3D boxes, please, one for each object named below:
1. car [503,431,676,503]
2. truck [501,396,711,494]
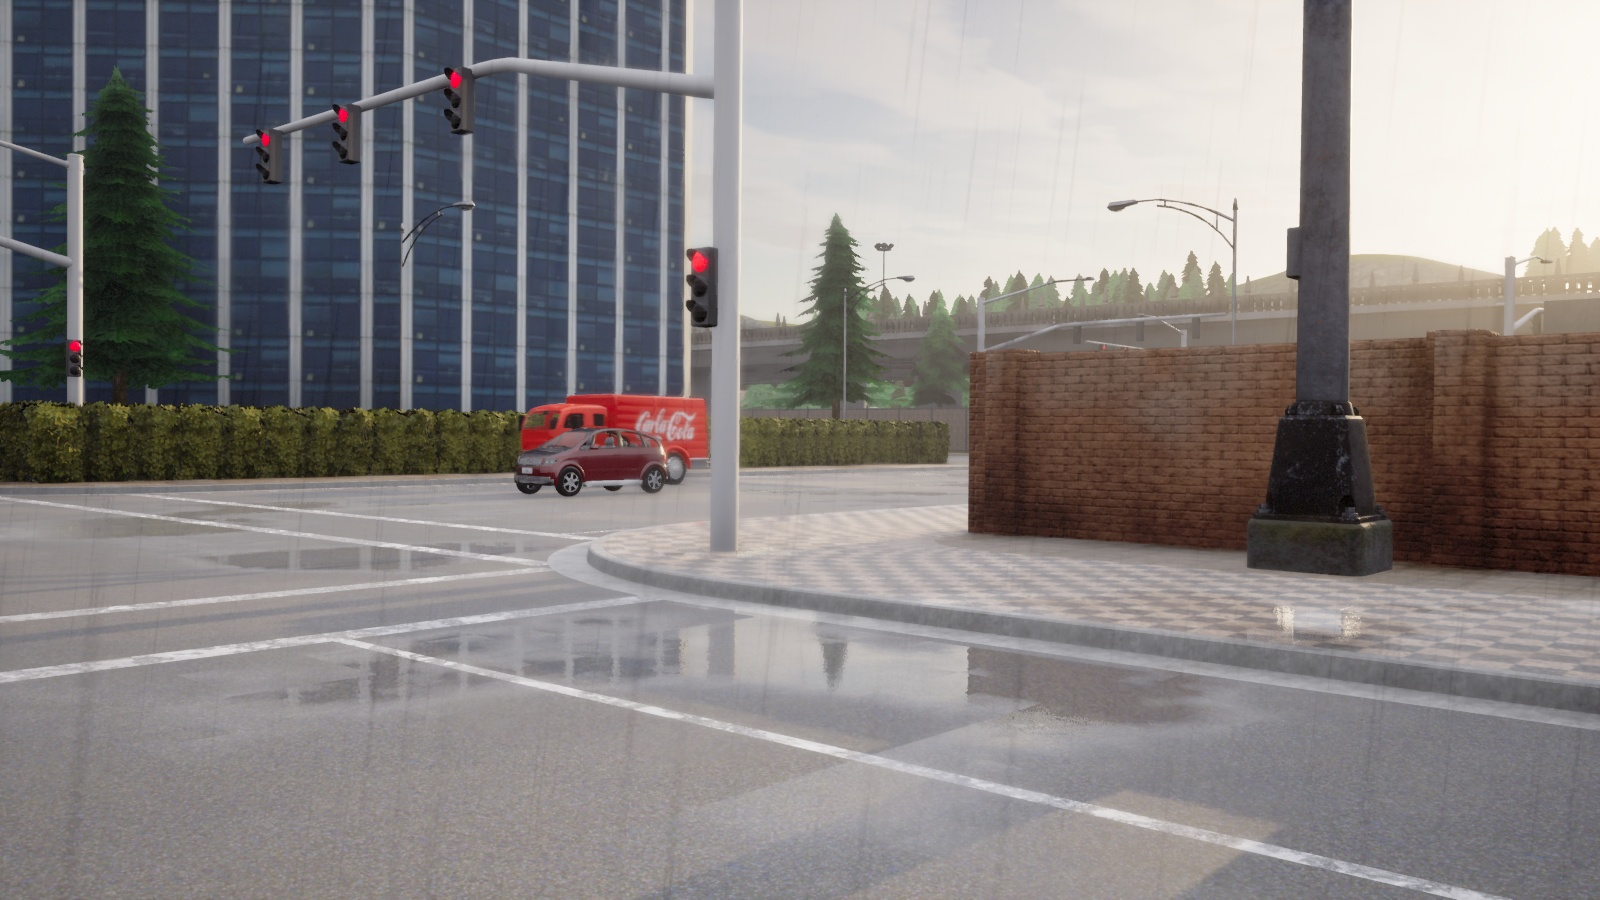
[{"bbox_3d":[-4.882,0.352,29.483,1.789,1.549,3.705,0,1,41],"label":"car"},{"bbox_3d":[-5.217,-0.178,34.419,2.627,2.467,5.204,0,1,41],"label":"truck"}]
